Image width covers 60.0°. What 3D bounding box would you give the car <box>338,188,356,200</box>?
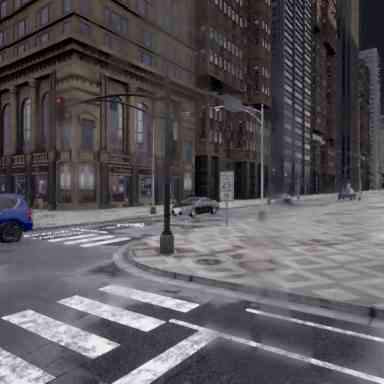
[{"bbox_3d":[27.002,0.359,57.879,2.150,2.045,5.566,0,1,36],"label":"car"}]

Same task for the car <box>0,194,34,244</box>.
[{"bbox_3d":[-9.107,1.121,12.934,2.150,2.045,5.566,0,1,36],"label":"car"}]

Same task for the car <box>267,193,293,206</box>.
[{"bbox_3d":[10.835,0.927,40.756,2.128,1.511,4.902,0,1,36],"label":"car"}]

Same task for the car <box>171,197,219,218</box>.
[{"bbox_3d":[0.317,1.163,26.091,2.128,1.511,4.902,0,1,36],"label":"car"}]
